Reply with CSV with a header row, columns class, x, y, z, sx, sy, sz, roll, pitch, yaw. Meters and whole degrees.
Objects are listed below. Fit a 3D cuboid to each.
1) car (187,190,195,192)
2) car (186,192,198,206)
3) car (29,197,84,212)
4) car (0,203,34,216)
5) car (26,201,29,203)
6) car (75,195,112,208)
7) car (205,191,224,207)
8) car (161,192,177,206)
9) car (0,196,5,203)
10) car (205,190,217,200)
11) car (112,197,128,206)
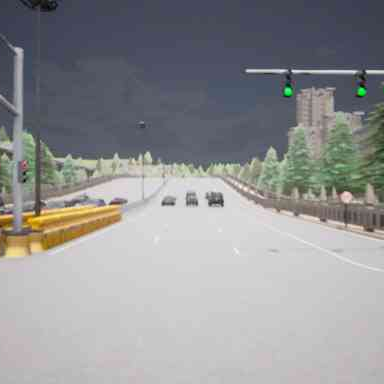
class,x,y,z,sx,sy,sz,roll,pitch,yaw
car,-0.162,0.407,59.820,1.882,1.535,5.008,0,6,0
car,-0.006,1.237,49.467,1.837,1.490,4.892,0,3,0
car,-10.602,1.477,26.393,2.097,1.767,4.553,0,0,0
car,-10.567,1.573,17.285,2.128,1.511,4.902,0,0,-1
car,-17.617,1.669,37.031,1.812,1.442,4.674,0,1,0
car,-10.621,1.502,36.108,2.097,1.767,4.553,0,0,0
car,3.500,0.995,48.726,2.150,2.045,5.566,0,3,0
car,-3.511,1.273,49.852,1.994,1.385,4.181,0,3,0
car,-17.601,1.350,27.350,2.150,2.045,5.566,0,0,0
car,3.341,0.504,59.346,1.812,1.442,4.674,0,6,0
car,-10.629,1.381,48.531,1.895,1.301,4.718,0,3,0
